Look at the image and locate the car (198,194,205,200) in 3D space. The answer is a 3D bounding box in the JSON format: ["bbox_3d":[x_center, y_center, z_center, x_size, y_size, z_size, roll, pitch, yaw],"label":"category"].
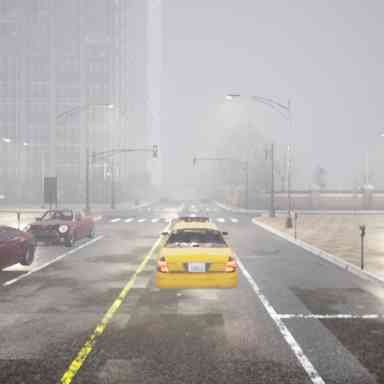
[{"bbox_3d":[2.592,1.386,91.402,1.887,1.381,4.507,0,0,0],"label":"car"}]

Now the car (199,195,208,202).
[{"bbox_3d":[2.609,1.434,74.720,1.887,1.381,4.507,0,0,0],"label":"car"}]

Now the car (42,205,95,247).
[{"bbox_3d":[-5.706,1.429,14.572,1.967,1.590,4.097,0,0,0],"label":"car"}]

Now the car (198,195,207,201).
[{"bbox_3d":[2.603,1.426,80.281,2.008,1.369,4.403,0,0,0],"label":"car"}]

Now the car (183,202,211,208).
[{"bbox_3d":[0.095,1.529,19.345,2.033,1.411,5.357,0,0,0],"label":"car"}]

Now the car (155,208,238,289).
[{"bbox_3d":[0.089,1.451,9.082,1.801,1.575,5.366,0,0,0],"label":"car"}]

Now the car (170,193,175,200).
[{"bbox_3d":[-5.928,1.300,85.779,1.967,1.590,4.097,0,0,0],"label":"car"}]

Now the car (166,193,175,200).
[{"bbox_3d":[-5.933,1.156,91.337,2.192,1.841,5.009,0,0,0],"label":"car"}]

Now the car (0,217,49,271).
[{"bbox_3d":[-5.700,1.577,8.880,1.802,1.307,4.206,0,0,0],"label":"car"}]

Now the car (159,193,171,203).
[{"bbox_3d":[-5.911,1.466,69.095,1.947,1.339,4.313,0,0,0],"label":"car"}]

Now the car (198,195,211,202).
[{"bbox_3d":[2.682,1.475,63.606,1.947,1.339,4.313,0,0,0],"label":"car"}]
